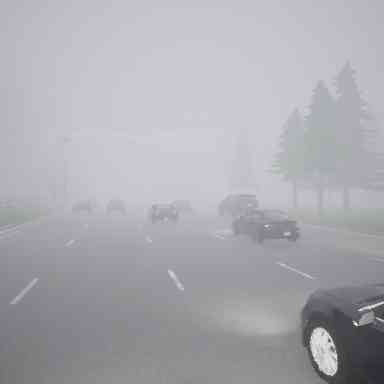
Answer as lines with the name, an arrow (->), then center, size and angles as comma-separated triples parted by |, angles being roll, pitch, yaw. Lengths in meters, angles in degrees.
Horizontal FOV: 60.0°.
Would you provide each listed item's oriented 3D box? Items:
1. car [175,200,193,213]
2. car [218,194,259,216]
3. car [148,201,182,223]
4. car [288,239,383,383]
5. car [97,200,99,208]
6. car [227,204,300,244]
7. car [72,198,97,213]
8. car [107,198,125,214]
car -> -1.210, 1.545, 36.812 | 2.033, 1.411, 5.357 | 0, 0, -12
car -> 4.022, 1.218, 29.377 | 2.150, 2.045, 5.566 | 0, 0, -12
car -> -2.364, 1.599, 25.847 | 1.895, 1.301, 4.718 | 0, 0, -12
car -> 2.762, 1.506, 2.712 | 1.837, 1.490, 4.892 | 0, 0, -12
car -> -13.886, 1.523, 45.466 | 1.812, 1.442, 4.674 | 0, 0, -13
car -> 3.404, 1.524, 15.861 | 1.812, 1.442, 4.674 | 0, 0, -12
car -> -11.899, 1.599, 36.520 | 1.895, 1.301, 4.718 | 0, 0, -13
car -> -8.225, 1.599, 36.116 | 1.895, 1.301, 4.718 | 0, 0, -13
